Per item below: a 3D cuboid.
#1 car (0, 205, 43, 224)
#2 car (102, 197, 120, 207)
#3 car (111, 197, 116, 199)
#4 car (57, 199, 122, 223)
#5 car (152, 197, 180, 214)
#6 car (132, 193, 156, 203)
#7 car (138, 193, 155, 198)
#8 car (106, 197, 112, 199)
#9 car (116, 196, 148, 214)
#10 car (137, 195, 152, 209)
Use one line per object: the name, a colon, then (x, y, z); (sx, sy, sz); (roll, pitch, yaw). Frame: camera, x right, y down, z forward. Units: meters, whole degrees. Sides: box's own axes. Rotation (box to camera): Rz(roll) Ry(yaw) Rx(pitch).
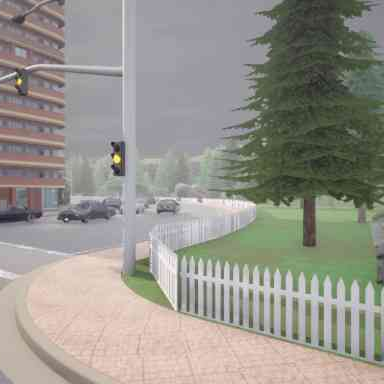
car: (-12.683, 1.545, 22.602); (1.895, 1.301, 4.718); (0, 0, 23)
car: (-12.649, 1.508, 51.565); (1.994, 1.385, 4.181); (0, 0, -24)
car: (-9.795, 1.492, 41.909); (2.033, 1.411, 5.357); (0, 0, -7)
car: (-7.798, 1.492, 25.283); (2.033, 1.411, 5.357); (0, 0, 17)
car: (-2.362, 1.492, 33.940); (2.033, 1.411, 5.357); (0, 0, 4)
car: (-9.583, 1.166, 66.430); (2.150, 2.045, 5.566); (0, 0, -40)
car: (-7.958, 1.436, 57.908); (2.128, 1.511, 4.902); (0, 0, -29)
car: (-9.882, 1.492, 31.835); (2.033, 1.411, 5.357); (0, 0, 8)
car: (-6.169, 1.470, 34.727); (1.812, 1.442, 4.674); (0, 0, 3)
car: (-6.925, 1.470, 44.918); (1.812, 1.442, 4.674); (0, 0, -13)
